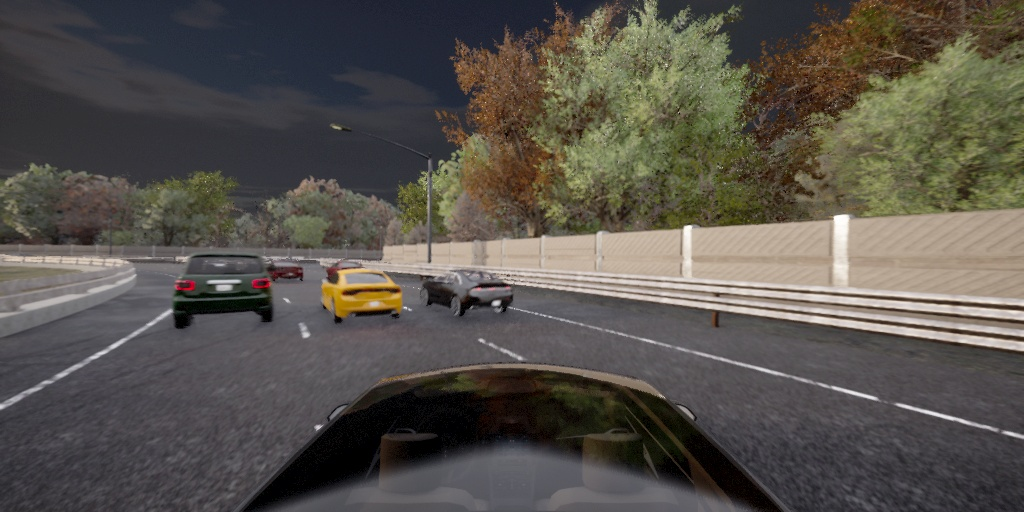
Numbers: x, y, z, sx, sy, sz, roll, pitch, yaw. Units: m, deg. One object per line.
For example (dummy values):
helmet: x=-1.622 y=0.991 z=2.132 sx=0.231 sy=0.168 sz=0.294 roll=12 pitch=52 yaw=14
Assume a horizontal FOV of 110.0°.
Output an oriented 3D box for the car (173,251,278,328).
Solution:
car: x=-8.876 y=0.890 z=11.358 sx=2.150 sy=2.045 sz=5.566 roll=1 pitch=0 yaw=-35

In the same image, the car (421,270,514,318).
car: x=-1.815 y=1.239 z=13.156 sx=2.128 sy=1.511 sz=4.902 roll=1 pitch=0 yaw=-33

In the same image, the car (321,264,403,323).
car: x=-5.229 y=1.186 z=12.180 sx=1.882 sy=1.535 sz=5.008 roll=1 pitch=0 yaw=-33

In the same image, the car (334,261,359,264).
car: x=-12.689 y=1.128 z=27.305 sx=1.882 sy=1.535 sz=5.008 roll=1 pitch=0 yaw=-40

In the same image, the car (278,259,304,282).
car: x=-17.034 y=1.080 z=26.641 sx=1.882 sy=1.535 sz=5.008 roll=1 pitch=0 yaw=-44
